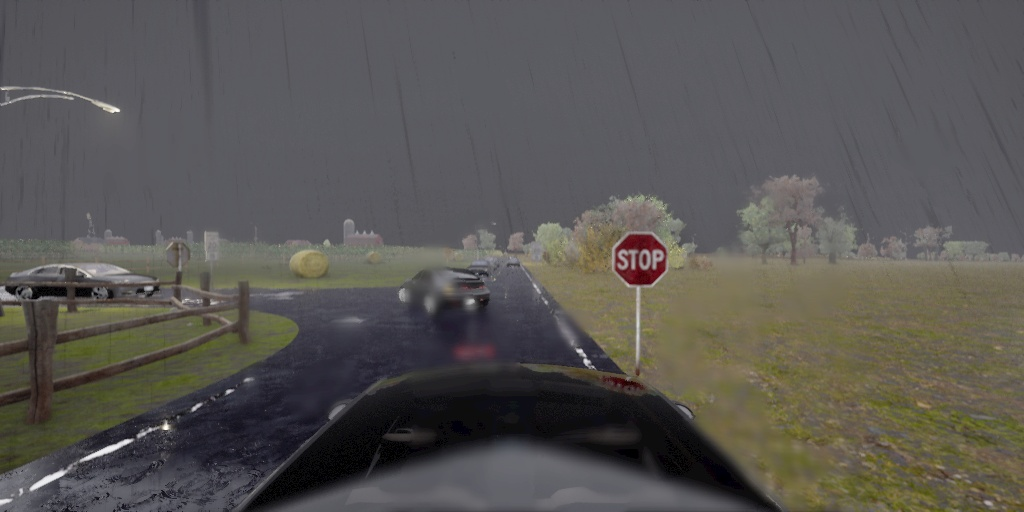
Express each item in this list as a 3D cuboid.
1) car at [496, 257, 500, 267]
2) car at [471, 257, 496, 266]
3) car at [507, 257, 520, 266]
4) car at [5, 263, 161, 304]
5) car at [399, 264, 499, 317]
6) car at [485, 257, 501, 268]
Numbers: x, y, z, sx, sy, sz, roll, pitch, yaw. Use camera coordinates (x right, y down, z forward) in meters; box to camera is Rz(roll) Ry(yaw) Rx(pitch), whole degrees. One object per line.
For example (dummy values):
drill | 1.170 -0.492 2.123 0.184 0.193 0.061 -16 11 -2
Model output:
car | -2.754 0.914 42.078 2.128 1.511 4.902 0 0 0
car | -2.787 1.049 31.890 2.033 1.411 5.357 0 0 0
car | 0.224 0.882 56.478 1.994 1.385 4.181 0 0 0
car | -17.212 1.039 14.562 4.902 1.511 2.128 0 1 0
car | -2.547 1.155 12.869 1.837 1.490 4.892 0 0 -33
car | -2.714 0.895 52.417 2.033 1.411 5.357 0 0 0
